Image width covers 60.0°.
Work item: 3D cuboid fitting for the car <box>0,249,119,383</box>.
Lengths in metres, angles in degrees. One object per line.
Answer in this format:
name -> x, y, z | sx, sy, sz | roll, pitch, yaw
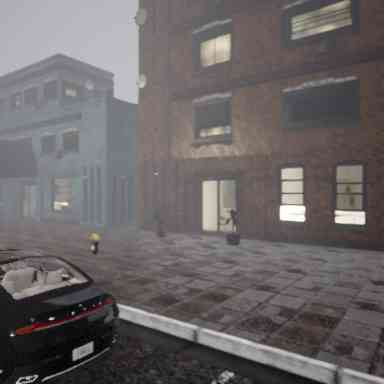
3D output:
car -> -3.003, 1.559, 5.015 | 4.403, 1.369, 2.008 | 0, 0, 35
